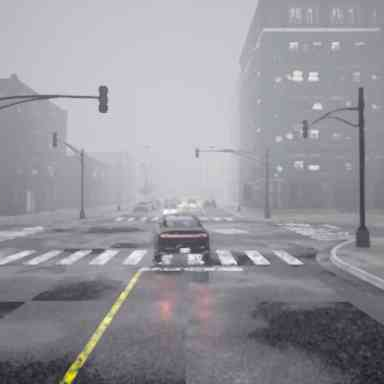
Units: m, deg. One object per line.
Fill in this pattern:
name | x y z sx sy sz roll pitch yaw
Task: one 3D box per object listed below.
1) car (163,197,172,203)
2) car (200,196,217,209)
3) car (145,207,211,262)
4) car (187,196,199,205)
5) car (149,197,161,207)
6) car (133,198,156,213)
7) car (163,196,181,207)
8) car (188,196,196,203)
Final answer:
car | -5.691 1.904 78.843 1.802 1.307 4.206 1 0 0
car | 2.696 1.646 50.473 1.967 1.590 4.097 1 0 0
car | -0.551 1.544 12.366 2.128 1.511 4.902 0 0 -8
car | -0.012 1.749 66.712 1.882 1.535 5.008 0 0 0
car | -5.685 1.727 44.723 1.887 1.381 4.507 1 0 0
car | -5.760 1.704 39.041 1.887 1.381 4.507 1 0 0
car | -3.093 1.687 48.169 2.128 1.511 4.902 0 0 0
car | -0.014 1.672 77.139 1.812 1.442 4.674 0 0 0
